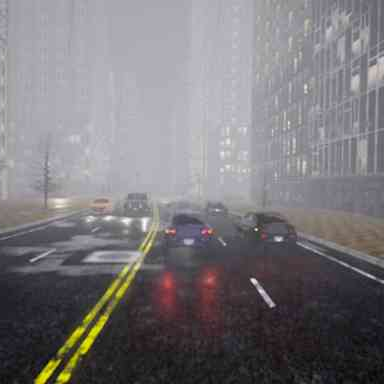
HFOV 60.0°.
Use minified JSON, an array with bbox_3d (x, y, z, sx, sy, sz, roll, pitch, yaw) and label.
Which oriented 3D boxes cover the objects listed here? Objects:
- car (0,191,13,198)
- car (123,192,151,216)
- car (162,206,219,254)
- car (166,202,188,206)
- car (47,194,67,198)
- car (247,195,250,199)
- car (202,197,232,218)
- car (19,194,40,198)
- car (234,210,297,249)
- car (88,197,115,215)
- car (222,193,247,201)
[{"bbox_3d":[-40.755,0.555,71.331,4.313,1.339,1.947,1,1,-6],"label":"car"},{"bbox_3d":[-4.944,1.020,30.180,2.150,2.045,5.566,1,1,-6],"label":"car"},{"bbox_3d":[-0.203,1.463,13.110,1.812,1.442,4.674,1,0,-2],"label":"car"},{"bbox_3d":[-1.197,1.458,26.956,1.895,1.301,4.718,1,0,-5],"label":"car"},{"bbox_3d":[-29.434,0.764,72.363,4.313,1.339,1.947,1,1,-6],"label":"car"},{"bbox_3d":[13.878,1.338,85.300,4.829,1.417,1.752,1,1,-6],"label":"car"},{"bbox_3d":[1.848,1.440,29.084,1.994,1.385,4.181,1,0,-6],"label":"car"},{"bbox_3d":[-35.094,0.676,71.827,4.206,1.307,1.802,1,1,-6],"label":"car"},{"bbox_3d":[3.002,1.491,14.199,1.812,1.442,4.674,1,0,-2],"label":"car"},{"bbox_3d":[-8.292,1.245,30.890,1.882,1.535,5.008,1,0,-6],"label":"car"},{"bbox_3d":[9.283,1.217,76.411,5.009,1.841,2.192,1,1,-6],"label":"car"}]
